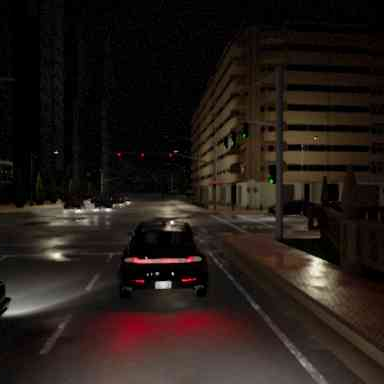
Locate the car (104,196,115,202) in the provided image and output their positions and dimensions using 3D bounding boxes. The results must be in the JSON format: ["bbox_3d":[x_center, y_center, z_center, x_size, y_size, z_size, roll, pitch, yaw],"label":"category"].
[{"bbox_3d":[-18.547,1.488,75.126,1.895,1.301,4.718,0,0,-6],"label":"car"}]

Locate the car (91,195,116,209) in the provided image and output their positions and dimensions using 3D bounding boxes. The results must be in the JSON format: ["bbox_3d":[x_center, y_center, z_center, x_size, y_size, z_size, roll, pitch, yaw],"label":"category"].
[{"bbox_3d":[-11.802,1.475,44.788,1.812,1.442,4.674,0,0,-5],"label":"car"}]

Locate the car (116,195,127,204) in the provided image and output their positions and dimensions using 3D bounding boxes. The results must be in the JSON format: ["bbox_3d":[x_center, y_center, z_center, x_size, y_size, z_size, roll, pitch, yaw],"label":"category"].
[{"bbox_3d":[-13.400,1.284,59.679,2.097,1.767,4.553,0,0,-6],"label":"car"}]

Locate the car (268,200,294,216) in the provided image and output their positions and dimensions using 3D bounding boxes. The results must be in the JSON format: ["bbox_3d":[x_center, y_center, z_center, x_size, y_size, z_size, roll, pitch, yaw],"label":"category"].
[{"bbox_3d":[9.694,1.499,31.398,5.008,1.535,1.882,0,0,-7],"label":"car"}]

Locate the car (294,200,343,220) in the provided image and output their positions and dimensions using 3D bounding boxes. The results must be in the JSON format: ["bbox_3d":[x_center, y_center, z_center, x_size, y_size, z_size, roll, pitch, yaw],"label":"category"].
[{"bbox_3d":[11.626,1.515,28.096,4.902,1.511,2.128,0,0,-6],"label":"car"}]

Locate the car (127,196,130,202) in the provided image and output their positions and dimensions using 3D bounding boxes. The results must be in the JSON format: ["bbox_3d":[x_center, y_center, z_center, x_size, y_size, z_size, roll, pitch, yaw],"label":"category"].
[{"bbox_3d":[-14.970,1.501,74.609,1.895,1.301,4.718,0,0,-6],"label":"car"}]

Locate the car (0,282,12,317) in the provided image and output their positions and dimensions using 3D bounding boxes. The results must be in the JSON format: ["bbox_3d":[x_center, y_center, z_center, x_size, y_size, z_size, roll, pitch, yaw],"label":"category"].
[{"bbox_3d":[-3.775,1.544,3.047,2.033,1.411,5.357,0,0,-4],"label":"car"}]

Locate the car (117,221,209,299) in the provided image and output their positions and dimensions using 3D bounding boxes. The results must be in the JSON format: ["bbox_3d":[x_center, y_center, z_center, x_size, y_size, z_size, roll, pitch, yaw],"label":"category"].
[{"bbox_3d":[-0.711,1.482,8.490,2.128,1.511,4.902,0,0,-4],"label":"car"}]

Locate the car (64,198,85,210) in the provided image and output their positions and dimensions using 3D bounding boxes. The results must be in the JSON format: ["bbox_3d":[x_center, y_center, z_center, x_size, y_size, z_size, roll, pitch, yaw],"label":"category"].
[{"bbox_3d":[-15.130,1.477,42.929,1.812,1.442,4.674,0,0,-6],"label":"car"}]
